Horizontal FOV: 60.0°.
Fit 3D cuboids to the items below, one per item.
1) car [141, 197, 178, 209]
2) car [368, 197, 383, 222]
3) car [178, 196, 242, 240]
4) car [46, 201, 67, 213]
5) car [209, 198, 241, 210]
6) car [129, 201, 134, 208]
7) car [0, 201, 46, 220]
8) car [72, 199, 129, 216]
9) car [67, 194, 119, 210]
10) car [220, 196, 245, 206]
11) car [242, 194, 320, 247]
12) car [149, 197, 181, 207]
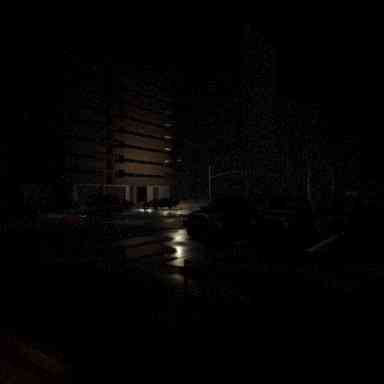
[{"bbox_3d":[-4.428,1.547,44.917,2.033,1.411,5.357,0,0,34],"label":"car"},{"bbox_3d":[15.988,1.395,27.256,1.970,1.475,3.806,0,0,34],"label":"car"},{"bbox_3d":[1.585,1.153,15.981,1.932,1.855,4.605,0,0,34],"label":"car"},{"bbox_3d":[-15.267,1.601,35.092,1.895,1.301,4.718,0,0,34],"label":"car"},{"bbox_3d":[4.622,1.547,45.497,2.033,1.411,5.357,0,0,34],"label":"car"},{"bbox_3d":[-9.885,1.547,43.091,2.033,1.411,5.357,0,0,34],"label":"car"},{"bbox_3d":[-15.356,1.564,28.689,1.994,1.385,4.181,0,0,34],"label":"car"},{"bbox_3d":[-8.703,1.601,31.952,1.895,1.301,4.718,0,0,34],"label":"car"},{"bbox_3d":[-10.244,1.221,36.285,2.150,2.045,5.566,0,0,34],"label":"car"},{"bbox_3d":[6.737,1.477,54.916,1.882,1.535,5.008,0,0,34],"label":"car"},{"bbox_3d":[3.950,1.156,14.313,1.905,1.878,3.866,0,0,34],"label":"car"},{"bbox_3d":[-4.045,1.547,51.702,2.033,1.411,5.357,0,0,35],"label":"car"}]
